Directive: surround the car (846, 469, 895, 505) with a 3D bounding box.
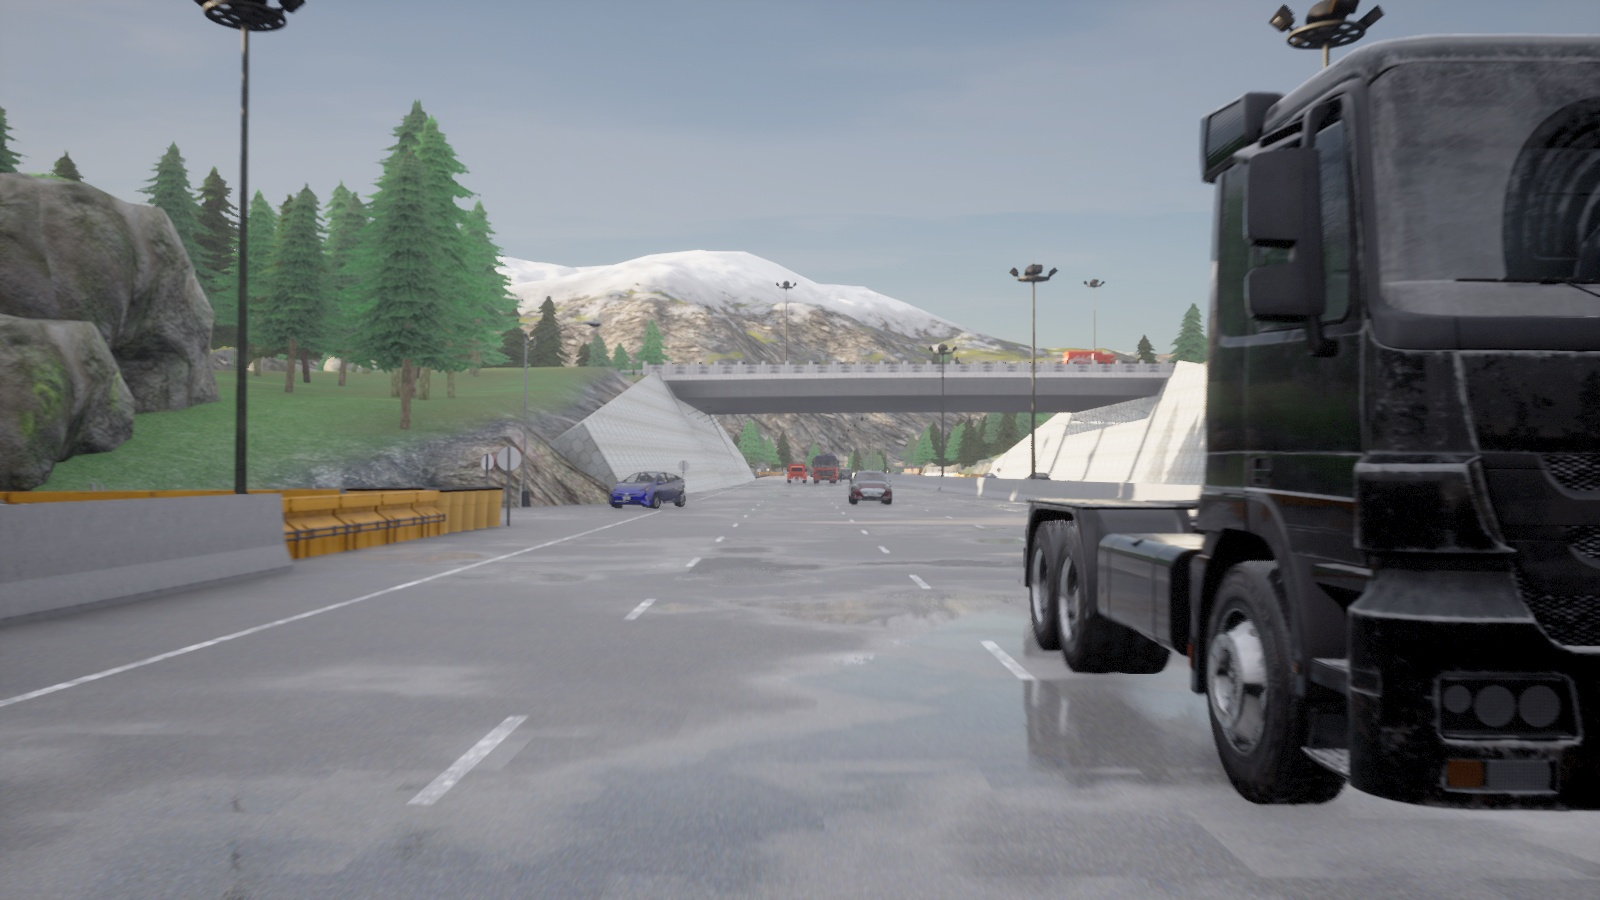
[{"bbox_3d":[3.352,1.745,60.403,2.033,1.649,4.856,0,-1,0],"label":"car"}]

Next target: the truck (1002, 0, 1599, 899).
[{"bbox_3d":[3.475,-0.038,8.493,2.891,3.462,7.936,0,-1,0],"label":"truck"}]

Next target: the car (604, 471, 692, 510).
[{"bbox_3d":[-6.258,1.663,52.217,2.007,1.525,4.514,0,-1,17],"label":"car"}]
